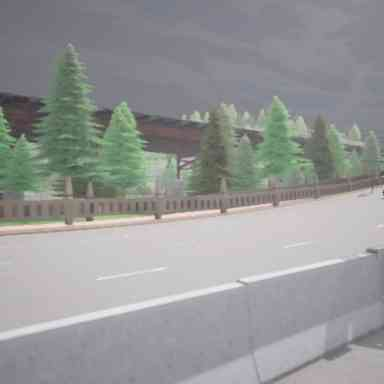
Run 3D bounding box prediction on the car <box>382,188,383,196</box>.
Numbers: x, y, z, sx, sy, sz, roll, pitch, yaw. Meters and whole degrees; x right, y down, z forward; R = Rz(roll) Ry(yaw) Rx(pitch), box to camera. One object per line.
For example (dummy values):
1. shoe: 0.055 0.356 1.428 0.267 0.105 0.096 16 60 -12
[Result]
1. car: 19.675 -0.544 30.978 4.553 1.767 2.097 -8 5 -35
